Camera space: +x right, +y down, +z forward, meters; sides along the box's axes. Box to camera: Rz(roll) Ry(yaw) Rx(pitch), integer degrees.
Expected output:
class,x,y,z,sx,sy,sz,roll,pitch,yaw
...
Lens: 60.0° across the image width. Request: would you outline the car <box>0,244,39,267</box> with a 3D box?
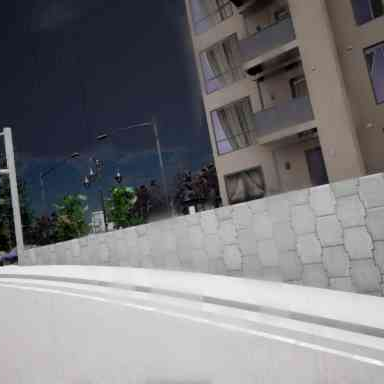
class,x,y,z,sx,sy,sz,roll,pitch,yaw
car,-15.560,5.661,29.615,2.097,1.767,4.553,-15,-9,35
